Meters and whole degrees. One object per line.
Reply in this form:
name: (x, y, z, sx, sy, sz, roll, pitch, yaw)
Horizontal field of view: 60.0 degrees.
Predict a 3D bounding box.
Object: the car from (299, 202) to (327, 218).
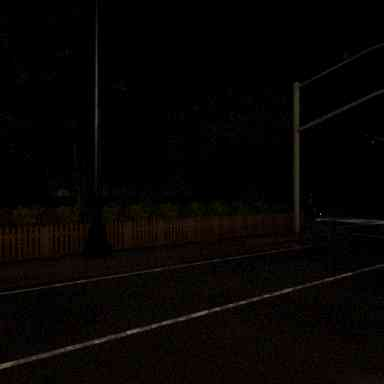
car: (9.856, 1.601, 30.557, 1.895, 1.301, 4.718, 0, 0, -35)
